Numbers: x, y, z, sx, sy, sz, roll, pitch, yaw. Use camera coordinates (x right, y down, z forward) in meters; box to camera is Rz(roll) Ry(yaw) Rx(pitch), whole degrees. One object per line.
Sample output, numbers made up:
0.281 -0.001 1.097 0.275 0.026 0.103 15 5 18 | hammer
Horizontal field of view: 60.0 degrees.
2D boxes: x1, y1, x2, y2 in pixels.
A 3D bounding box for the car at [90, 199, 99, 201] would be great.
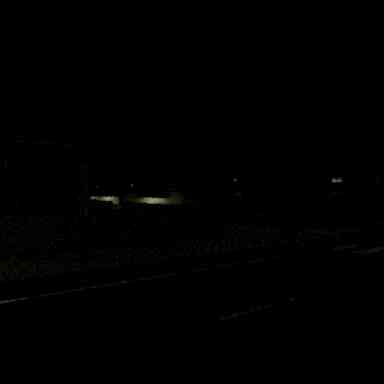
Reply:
-16.249 1.757 54.103 1.994 1.385 4.181 0 0 -35 | car
